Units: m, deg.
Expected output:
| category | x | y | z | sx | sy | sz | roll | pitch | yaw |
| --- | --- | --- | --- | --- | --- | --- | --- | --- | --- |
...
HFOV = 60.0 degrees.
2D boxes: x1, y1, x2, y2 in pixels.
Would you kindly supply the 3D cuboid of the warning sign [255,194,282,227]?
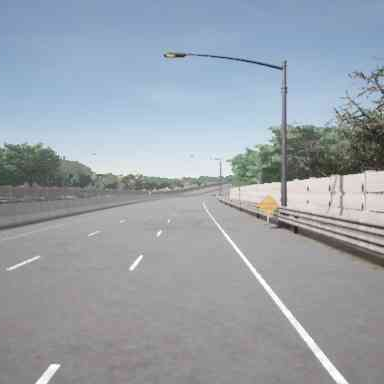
| category | x | y | z | sx | sy | sz | roll | pitch | yaw |
| --- | --- | --- | --- | --- | --- | --- | --- | --- | --- |
| warning sign | 4.579 | 1.094 | 19.938 | 1.300 | 1.860 | 1.060 | 2 | 2 | 0 |
